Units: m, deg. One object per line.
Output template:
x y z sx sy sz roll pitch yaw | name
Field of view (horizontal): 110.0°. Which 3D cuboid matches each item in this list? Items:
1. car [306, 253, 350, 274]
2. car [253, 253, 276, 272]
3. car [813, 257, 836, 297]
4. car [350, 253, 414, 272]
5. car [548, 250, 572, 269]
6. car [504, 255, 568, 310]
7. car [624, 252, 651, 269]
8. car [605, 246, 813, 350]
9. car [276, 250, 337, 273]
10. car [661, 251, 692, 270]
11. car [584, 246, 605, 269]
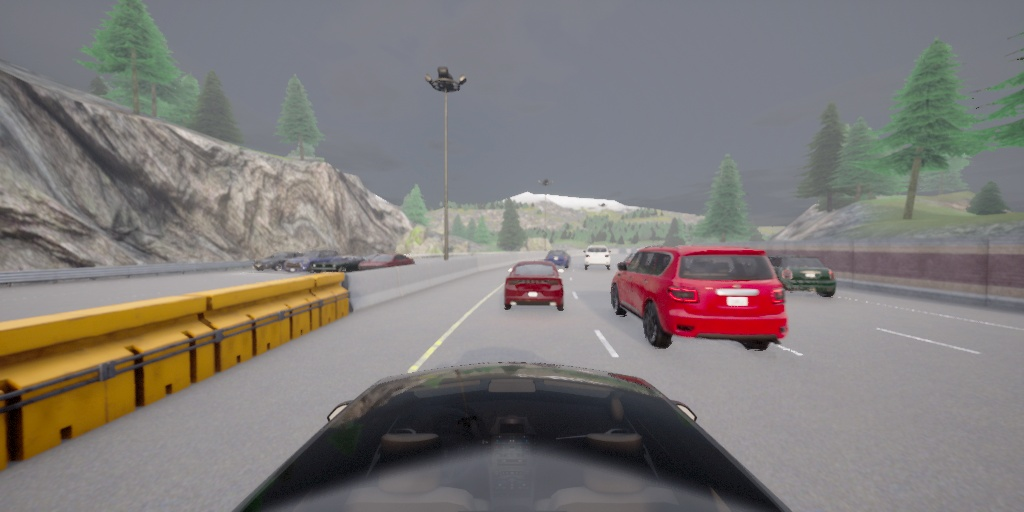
-11.799 0.640 25.325 1.895 1.301 4.718 0 2 10 | car
-18.254 0.430 28.847 1.837 1.490 4.892 0 2 11 | car
11.761 0.707 15.918 2.097 1.767 4.553 0 2 7 | car
-8.402 0.553 24.288 1.882 1.535 5.008 0 2 10 | car
4.289 0.198 32.894 2.097 1.767 4.553 1 2 14 | car
0.850 0.900 12.956 1.882 1.535 5.008 0 2 5 | car
11.745 0.395 33.845 1.994 1.385 4.181 1 2 14 | car
3.973 0.774 8.700 2.150 2.045 5.566 0 2 4 | car
-14.969 0.328 27.302 2.097 1.767 4.553 0 2 11 | car
15.268 0.353 33.493 1.837 1.490 4.892 0 2 15 | car
7.754 0.085 32.488 2.150 2.045 5.566 0 2 14 | car
